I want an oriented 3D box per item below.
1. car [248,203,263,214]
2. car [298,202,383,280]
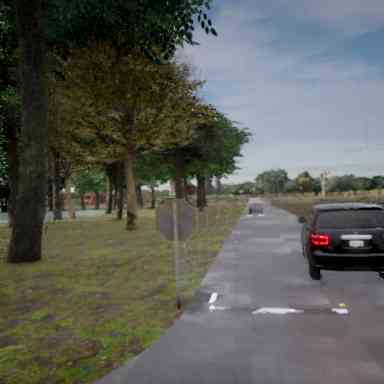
[{"bbox_3d":[8.897,2.282,46.403,1.837,1.490,4.892,-3,-1,10],"label":"car"},{"bbox_3d":[4.680,1.356,10.497,2.150,2.045,5.566,-3,-2,16],"label":"car"}]
